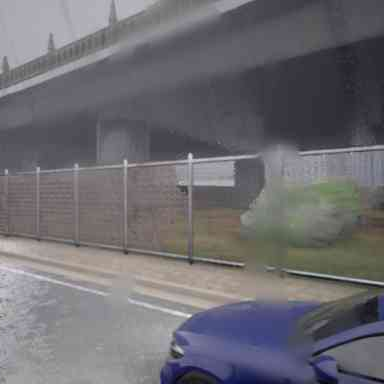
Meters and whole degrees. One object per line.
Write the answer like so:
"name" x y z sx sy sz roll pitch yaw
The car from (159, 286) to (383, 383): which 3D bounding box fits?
"car" 1.872 1.525 2.659 4.674 1.442 1.812 0 0 35
